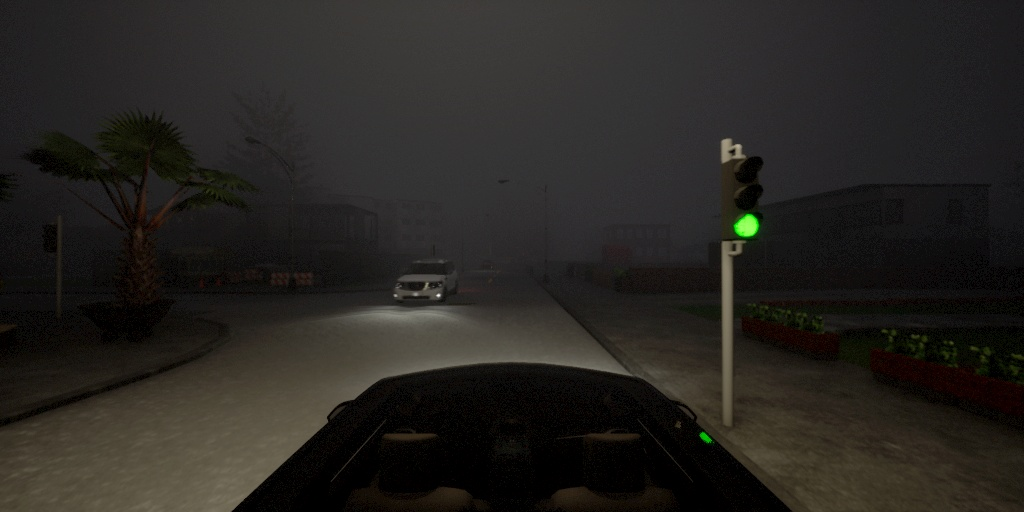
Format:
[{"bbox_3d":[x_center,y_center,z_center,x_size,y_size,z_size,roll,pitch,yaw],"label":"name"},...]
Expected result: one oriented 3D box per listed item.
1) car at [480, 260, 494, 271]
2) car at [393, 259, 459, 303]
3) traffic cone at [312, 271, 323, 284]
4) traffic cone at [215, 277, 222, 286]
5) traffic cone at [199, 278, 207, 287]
[{"bbox_3d":[-3.957,1.397,57.919,2.097,1.767,4.553,0,-1,0],"label":"car"},{"bbox_3d":[-3.985,1.181,17.604,2.150,2.045,5.566,0,1,0],"label":"car"},{"bbox_3d":[-15.730,1.723,29.070,0.344,0.586,0.344,0,0,0],"label":"traffic cone"},{"bbox_3d":[-19.781,1.701,24.189,0.344,0.586,0.344,0,0,0],"label":"traffic cone"},{"bbox_3d":[-20.301,1.726,23.470,0.344,0.586,0.344,0,0,0],"label":"traffic cone"}]
